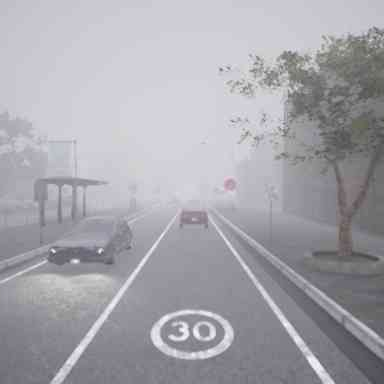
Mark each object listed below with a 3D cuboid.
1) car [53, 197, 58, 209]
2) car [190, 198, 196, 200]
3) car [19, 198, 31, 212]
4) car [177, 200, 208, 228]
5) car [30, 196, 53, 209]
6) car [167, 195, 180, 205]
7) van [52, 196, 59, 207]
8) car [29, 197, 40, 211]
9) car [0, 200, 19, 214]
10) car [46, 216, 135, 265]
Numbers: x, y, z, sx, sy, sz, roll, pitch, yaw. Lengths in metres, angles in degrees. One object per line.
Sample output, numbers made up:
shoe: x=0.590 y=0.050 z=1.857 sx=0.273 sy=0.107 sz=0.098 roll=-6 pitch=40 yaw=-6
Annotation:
car: x=-22.085 y=1.762 z=47.020 sx=4.792 sy=1.488 sz=2.163 roll=0 pitch=0 yaw=0
car: x=0.157 y=1.548 z=41.229 sx=1.801 sy=1.575 sz=5.366 roll=0 pitch=0 yaw=0
car: x=-22.050 y=1.688 z=38.694 sx=4.892 sy=1.521 sz=2.231 roll=0 pitch=0 yaw=0
car: x=0.132 y=1.595 z=23.542 sx=1.882 sy=1.535 sz=5.008 roll=0 pitch=0 yaw=0
car: x=-21.870 y=1.714 z=44.243 sx=5.366 sy=1.575 sz=1.946 roll=0 pitch=0 yaw=0
car: x=-3.170 y=1.288 z=58.227 sx=2.097 sy=1.767 sz=4.553 roll=0 pitch=1 yaw=0
van: x=-21.938 y=1.522 z=49.795 sx=4.442 sy=1.987 sz=1.878 roll=0 pitch=0 yaw=0
car: x=-22.085 y=1.731 z=41.468 sx=4.792 sy=1.488 sz=2.163 roll=0 pitch=0 yaw=0
car: x=-22.062 y=1.672 z=35.919 sx=5.008 sy=1.535 sz=2.097 roll=0 pitch=0 yaw=0
car: x=-3.333 y=1.616 z=12.170 sx=2.033 sy=1.411 sz=5.357 roll=0 pitch=0 yaw=0
